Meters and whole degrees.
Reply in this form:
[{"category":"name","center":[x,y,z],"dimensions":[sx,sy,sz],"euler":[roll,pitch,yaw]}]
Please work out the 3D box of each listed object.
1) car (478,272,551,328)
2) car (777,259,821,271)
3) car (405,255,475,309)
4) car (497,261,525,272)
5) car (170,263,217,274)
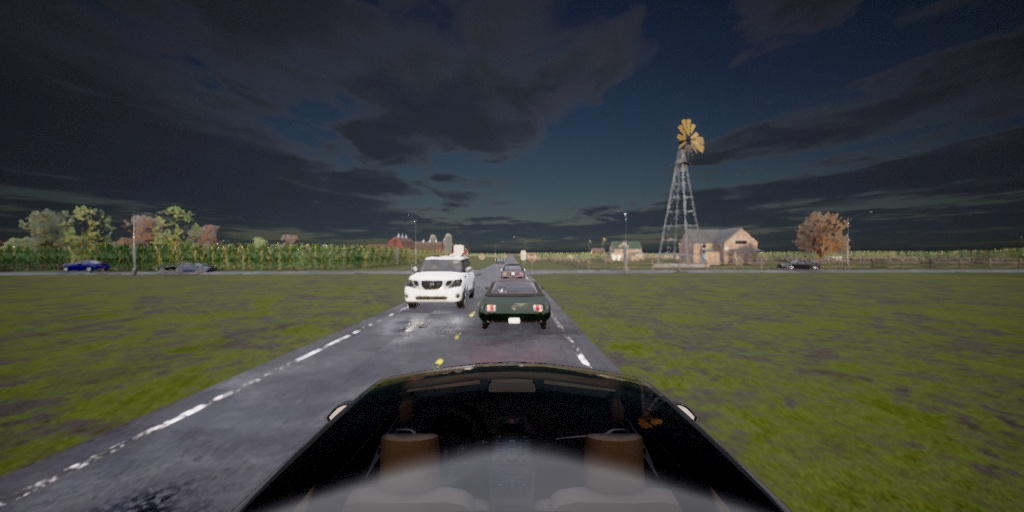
[{"category":"car","center":[0.078,1.368,11.408],"dimensions":[1.895,1.301,4.718],"euler":[0,0,0]},{"category":"car","center":[37.731,1.162,47.242],"dimensions":[4.892,1.490,1.837],"euler":[0,1,3]},{"category":"car","center":[-2.847,0.994,15.402],"dimensions":[2.150,2.045,5.566],"euler":[0,0,0]},{"category":"car","center":[0.084,1.338,28.178],"dimensions":[2.033,1.411,5.357],"euler":[0,0,0]},{"category":"car","center":[-40.207,1.537,45.670],"dimensions":[4.181,1.385,1.994],"euler":[0,1,0]}]
